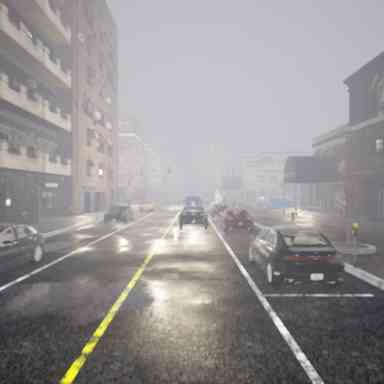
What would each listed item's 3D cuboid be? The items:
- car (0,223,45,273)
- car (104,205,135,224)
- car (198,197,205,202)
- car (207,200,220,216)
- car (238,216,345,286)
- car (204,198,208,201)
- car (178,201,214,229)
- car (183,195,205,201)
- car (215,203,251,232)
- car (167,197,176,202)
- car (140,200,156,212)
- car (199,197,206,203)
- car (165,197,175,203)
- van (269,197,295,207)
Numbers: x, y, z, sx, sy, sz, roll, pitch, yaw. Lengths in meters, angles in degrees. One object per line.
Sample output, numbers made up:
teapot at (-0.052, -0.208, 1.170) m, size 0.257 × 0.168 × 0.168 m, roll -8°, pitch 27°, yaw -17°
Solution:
car at (-5.696, 1.594, 9.330) m, size 2.008 × 1.369 × 4.403 m, roll 0°, pitch 0°, yaw 0°
car at (-5.697, 1.693, 26.419) m, size 1.947 × 1.339 × 4.313 m, roll 0°, pitch 0°, yaw 0°
car at (2.679, 2.079, 93.067) m, size 2.008 × 1.369 × 4.403 m, roll 0°, pitch 0°, yaw 0°
car at (2.683, 1.703, 32.112) m, size 1.887 × 1.381 × 4.507 m, roll 0°, pitch 0°, yaw 0°
car at (2.685, 1.594, 9.326) m, size 2.008 × 1.369 × 4.403 m, roll 0°, pitch 0°, yaw 0°
car at (2.683, 1.716, 37.979) m, size 1.752 × 1.417 × 4.829 m, roll 0°, pitch 0°, yaw 0°
car at (0.097, 1.597, 22.424) m, size 2.128 × 1.511 × 4.902 m, roll 0°, pitch 0°, yaw 0°
car at (0.104, 1.417, 38.904) m, size 2.150 × 2.045 × 5.566 m, roll 0°, pitch 0°, yaw 0°
car at (2.684, 1.643, 20.718) m, size 1.887 × 1.381 × 4.507 m, roll 0°, pitch 0°, yaw 0°
car at (-5.701, 2.078, 93.054) m, size 2.008 × 1.369 × 4.403 m, roll 0°, pitch 0°, yaw 0°
car at (-5.699, 1.745, 43.339) m, size 1.752 × 1.417 × 4.829 m, roll 0°, pitch 0°, yaw 0°
car at (2.679, 2.072, 87.370) m, size 1.802 × 1.307 × 4.206 m, roll 0°, pitch 0°, yaw 0°
car at (-5.701, 2.002, 81.660) m, size 2.008 × 1.369 × 4.403 m, roll 0°, pitch 0°, yaw 0°
van at (14.655, 1.690, 54.273) m, size 3.998 × 1.788 × 1.690 m, roll 0°, pitch 0°, yaw 0°
